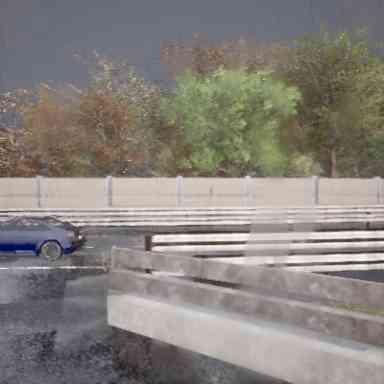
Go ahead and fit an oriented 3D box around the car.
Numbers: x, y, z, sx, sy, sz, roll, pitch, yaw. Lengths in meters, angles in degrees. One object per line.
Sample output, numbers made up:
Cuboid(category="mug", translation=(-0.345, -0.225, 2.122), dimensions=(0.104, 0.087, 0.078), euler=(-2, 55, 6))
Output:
Cuboid(category="car", translation=(-5.853, 1.533, 11.476), dimensions=(4.181, 1.385, 1.994), euler=(0, 0, 0))
